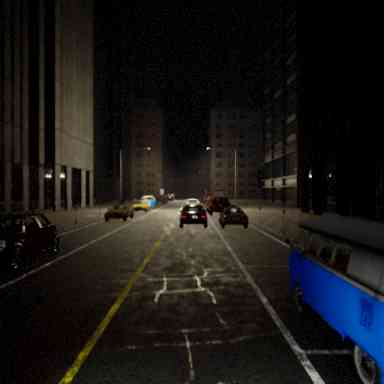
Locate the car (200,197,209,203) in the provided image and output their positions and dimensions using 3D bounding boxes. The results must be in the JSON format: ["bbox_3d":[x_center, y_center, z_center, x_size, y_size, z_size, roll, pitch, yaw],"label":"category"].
[{"bbox_3d":[2.668,1.674,72.607,1.802,1.307,4.206,0,0,0],"label":"car"}]

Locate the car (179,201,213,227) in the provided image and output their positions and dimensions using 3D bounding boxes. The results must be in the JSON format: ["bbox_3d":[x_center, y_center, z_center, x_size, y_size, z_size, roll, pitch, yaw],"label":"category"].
[{"bbox_3d":[0.098,1.582,22.932,2.033,1.411,5.357,0,0,0],"label":"car"}]

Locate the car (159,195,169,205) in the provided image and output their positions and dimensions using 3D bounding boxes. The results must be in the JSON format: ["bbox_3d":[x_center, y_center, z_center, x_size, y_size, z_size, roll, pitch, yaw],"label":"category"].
[{"bbox_3d":[-5.858,1.673,61.351,1.802,1.307,4.206,0,0,0],"label":"car"}]

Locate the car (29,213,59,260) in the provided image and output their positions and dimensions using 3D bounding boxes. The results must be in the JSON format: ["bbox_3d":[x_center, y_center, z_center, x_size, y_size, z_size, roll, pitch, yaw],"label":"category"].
[{"bbox_3d":[-5.859,1.451,10.591,1.967,1.590,4.097,0,0,0],"label":"car"}]

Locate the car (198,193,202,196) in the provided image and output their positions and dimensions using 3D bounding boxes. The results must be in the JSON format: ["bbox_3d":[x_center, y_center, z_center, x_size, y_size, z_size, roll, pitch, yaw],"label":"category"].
[{"bbox_3d":[2.668,1.532,66.967,1.967,1.590,4.097,0,0,0],"label":"car"}]

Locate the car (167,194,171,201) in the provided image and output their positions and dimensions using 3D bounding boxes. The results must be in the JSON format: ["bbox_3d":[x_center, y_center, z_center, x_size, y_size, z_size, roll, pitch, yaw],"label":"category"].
[{"bbox_3d":[-5.858,1.532,66.993,1.967,1.590,4.097,0,0,0],"label":"car"}]

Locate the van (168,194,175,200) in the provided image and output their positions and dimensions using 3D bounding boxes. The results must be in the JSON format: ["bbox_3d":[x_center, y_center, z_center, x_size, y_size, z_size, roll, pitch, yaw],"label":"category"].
[{"bbox_3d":[-5.857,1.434,95.193,1.690,1.788,3.998,0,0,0],"label":"van"}]

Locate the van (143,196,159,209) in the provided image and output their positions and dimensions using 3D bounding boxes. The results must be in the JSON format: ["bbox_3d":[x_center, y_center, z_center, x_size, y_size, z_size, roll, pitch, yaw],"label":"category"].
[{"bbox_3d":[-5.859,1.419,44.432,1.690,1.788,3.998,0,0,0],"label":"van"}]

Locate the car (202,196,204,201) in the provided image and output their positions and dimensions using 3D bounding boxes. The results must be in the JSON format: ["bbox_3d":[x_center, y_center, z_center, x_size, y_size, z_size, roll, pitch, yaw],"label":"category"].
[{"bbox_3d":[2.666,1.383,38.770,2.192,1.841,5.009,0,0,0],"label":"car"}]

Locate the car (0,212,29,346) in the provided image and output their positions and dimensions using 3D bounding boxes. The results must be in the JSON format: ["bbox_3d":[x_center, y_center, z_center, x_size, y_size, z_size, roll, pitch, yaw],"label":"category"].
[{"bbox_3d":[-3.098,1.222,1.266,2.150,2.045,5.566,0,0,0],"label":"car"}]

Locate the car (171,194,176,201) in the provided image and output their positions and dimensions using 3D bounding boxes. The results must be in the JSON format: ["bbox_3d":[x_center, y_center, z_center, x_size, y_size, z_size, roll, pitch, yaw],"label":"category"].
[{"bbox_3d":[-5.857,1.660,83.911,1.947,1.339,4.313,0,0,0],"label":"car"}]

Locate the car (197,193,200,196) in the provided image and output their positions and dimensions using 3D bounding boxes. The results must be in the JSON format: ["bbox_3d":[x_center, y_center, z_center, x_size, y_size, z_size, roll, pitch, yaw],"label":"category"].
[{"bbox_3d":[2.668,1.638,78.246,1.887,1.381,4.507,0,0,0],"label":"car"}]

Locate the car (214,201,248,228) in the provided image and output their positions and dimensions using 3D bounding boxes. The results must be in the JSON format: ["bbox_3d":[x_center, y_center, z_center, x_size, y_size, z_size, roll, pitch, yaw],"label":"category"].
[{"bbox_3d":[2.667,1.558,22.061,1.752,1.417,4.829,0,0,1],"label":"car"}]

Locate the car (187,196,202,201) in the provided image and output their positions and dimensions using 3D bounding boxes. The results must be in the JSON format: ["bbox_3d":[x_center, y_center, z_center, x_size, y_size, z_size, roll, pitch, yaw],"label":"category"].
[{"bbox_3d":[0.101,1.601,42.906,1.812,1.442,4.674,0,0,0],"label":"car"}]

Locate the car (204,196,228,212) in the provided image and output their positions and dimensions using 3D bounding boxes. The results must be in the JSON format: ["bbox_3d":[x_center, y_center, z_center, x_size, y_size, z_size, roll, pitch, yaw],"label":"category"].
[{"bbox_3d":[2.666,1.373,33.130,2.192,1.841,5.009,0,0,0],"label":"car"}]

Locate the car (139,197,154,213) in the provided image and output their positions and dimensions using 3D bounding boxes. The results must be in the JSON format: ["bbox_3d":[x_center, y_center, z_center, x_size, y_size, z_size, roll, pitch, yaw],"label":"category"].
[{"bbox_3d":[-5.860,1.593,38.620,1.752,1.417,4.829,0,0,0],"label":"car"}]

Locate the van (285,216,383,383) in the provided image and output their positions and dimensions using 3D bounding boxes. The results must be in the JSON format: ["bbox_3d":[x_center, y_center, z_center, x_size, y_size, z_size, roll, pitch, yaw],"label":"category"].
[{"bbox_3d":[2.666,1.345,4.937,1.690,1.788,3.998,0,0,0],"label":"van"}]

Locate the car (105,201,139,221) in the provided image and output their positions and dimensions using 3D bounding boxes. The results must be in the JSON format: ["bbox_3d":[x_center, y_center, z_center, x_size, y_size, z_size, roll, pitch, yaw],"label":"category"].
[{"bbox_3d":[-5.866,1.569,27.307,1.752,1.417,4.829,0,0,1],"label":"car"}]
